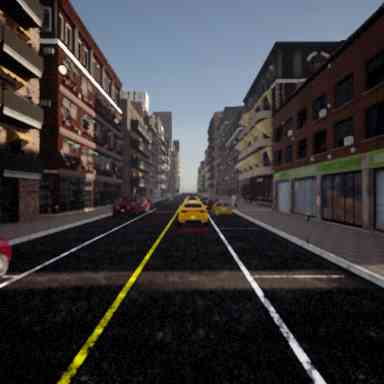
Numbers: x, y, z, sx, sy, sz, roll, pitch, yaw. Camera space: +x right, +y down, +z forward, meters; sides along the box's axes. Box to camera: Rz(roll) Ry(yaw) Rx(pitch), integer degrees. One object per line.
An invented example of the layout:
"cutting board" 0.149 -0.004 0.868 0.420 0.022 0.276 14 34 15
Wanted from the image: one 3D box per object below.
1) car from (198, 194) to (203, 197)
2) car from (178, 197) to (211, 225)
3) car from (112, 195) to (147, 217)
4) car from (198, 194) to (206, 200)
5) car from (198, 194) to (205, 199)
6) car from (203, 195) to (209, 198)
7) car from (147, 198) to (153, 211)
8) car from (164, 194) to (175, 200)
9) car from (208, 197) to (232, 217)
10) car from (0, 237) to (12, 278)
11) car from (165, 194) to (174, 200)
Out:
"car" 0.052 1.330 41.965 1.882 1.535 5.008 0 0 0
"car" 0.073 1.397 23.326 1.882 1.535 5.008 0 1 0
"car" -5.721 1.212 29.968 2.192 1.841 5.009 0 0 0
"car" 2.592 1.215 86.506 1.752 1.417 4.829 0 0 0
"car" 2.585 1.235 91.972 1.947 1.339 4.313 0 0 0
"car" 2.645 1.400 41.247 1.887 1.381 4.507 0 0 0
"car" -5.729 1.317 35.604 1.967 1.590 4.097 0 0 0
"car" -5.782 1.264 80.694 2.008 1.369 4.403 0 0 0
"car" 2.658 1.420 30.144 1.752 1.417 4.829 0 0 0
"car" -5.696 1.558 7.424 1.802 1.307 4.206 0 0 0
"car" -5.789 1.243 86.331 2.008 1.369 4.403 0 0 0
